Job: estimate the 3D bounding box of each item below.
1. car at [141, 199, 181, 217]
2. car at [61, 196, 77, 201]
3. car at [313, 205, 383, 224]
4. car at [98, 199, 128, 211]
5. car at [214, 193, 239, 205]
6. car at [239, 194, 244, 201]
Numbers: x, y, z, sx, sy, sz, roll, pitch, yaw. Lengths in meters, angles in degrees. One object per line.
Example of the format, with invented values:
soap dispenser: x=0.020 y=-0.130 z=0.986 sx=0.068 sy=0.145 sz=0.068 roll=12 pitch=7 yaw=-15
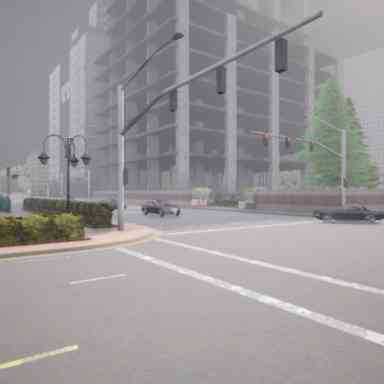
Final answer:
car: x=-2.899 y=1.437 z=30.385 sx=2.128 sy=1.511 sz=4.902 roll=0 pitch=0 yaw=-36
car: x=-19.967 y=1.452 z=53.986 sx=1.837 sy=1.490 sz=4.892 roll=0 pitch=0 yaw=-35
car: x=11.536 y=1.597 z=24.768 sx=4.718 sy=1.301 sz=1.895 roll=0 pitch=1 yaw=10
car: x=-9.558 y=1.493 z=39.555 sx=2.033 sy=1.411 sz=5.357 roll=0 pitch=0 yaw=-36
car: x=5.195 y=1.117 z=53.585 sx=1.905 sy=1.878 sz=3.866 roll=0 pitch=0 yaw=-36
car: x=7.585 y=1.117 z=55.300 sx=1.905 sy=1.878 sz=3.866 roll=0 pitch=0 yaw=-36
